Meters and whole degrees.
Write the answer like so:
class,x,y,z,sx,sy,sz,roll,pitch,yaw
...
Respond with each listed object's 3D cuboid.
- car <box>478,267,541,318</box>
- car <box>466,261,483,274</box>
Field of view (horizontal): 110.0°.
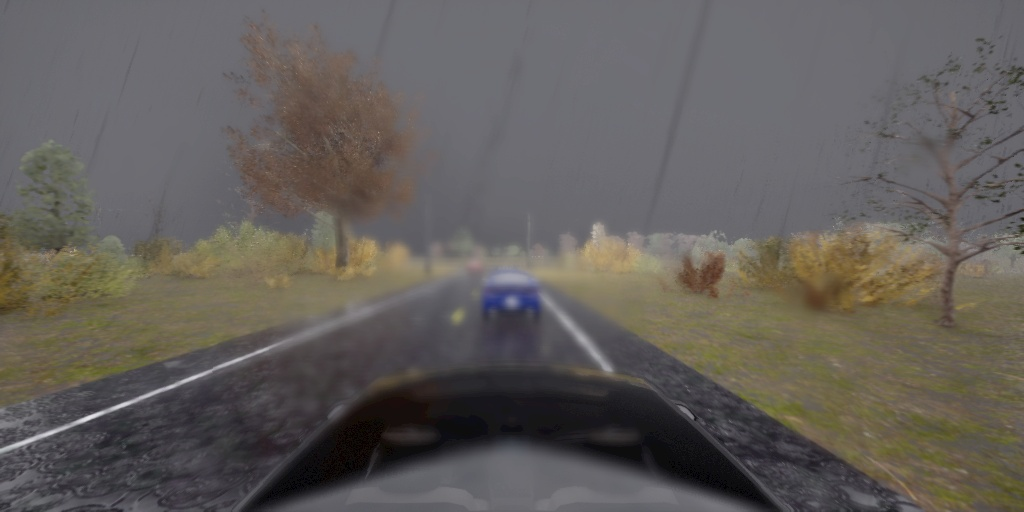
class,x,y,z,sx,sy,sz,roll,pitch,yaw
car,-0.020,1.277,13.215,1.882,1.535,5.008,0,-1,0
car,-4.654,1.415,44.923,1.882,1.535,5.008,0,0,-3
